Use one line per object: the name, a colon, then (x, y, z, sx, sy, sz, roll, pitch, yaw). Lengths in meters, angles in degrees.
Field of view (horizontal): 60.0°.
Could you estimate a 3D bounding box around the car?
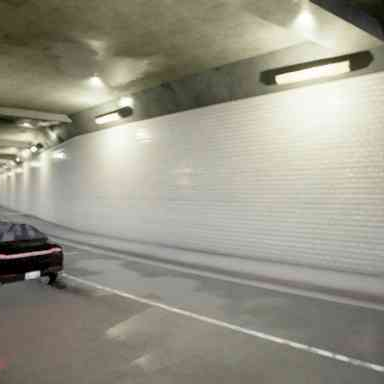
car: (-5.102, 1.509, 8.525, 4.902, 1.511, 2.128, 0, 0, 42)
